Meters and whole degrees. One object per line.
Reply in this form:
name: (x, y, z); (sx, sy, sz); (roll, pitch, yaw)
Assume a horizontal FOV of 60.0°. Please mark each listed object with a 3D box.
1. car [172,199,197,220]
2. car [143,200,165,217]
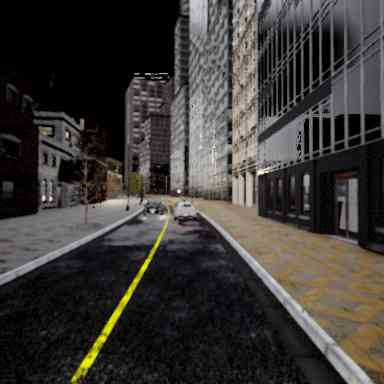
car: (-0.600, 1.544, 27.833); (1.812, 1.442, 4.674); (0, 0, -3)
car: (-3.627, 1.504, 32.077); (2.128, 1.511, 4.902); (0, 0, -3)
